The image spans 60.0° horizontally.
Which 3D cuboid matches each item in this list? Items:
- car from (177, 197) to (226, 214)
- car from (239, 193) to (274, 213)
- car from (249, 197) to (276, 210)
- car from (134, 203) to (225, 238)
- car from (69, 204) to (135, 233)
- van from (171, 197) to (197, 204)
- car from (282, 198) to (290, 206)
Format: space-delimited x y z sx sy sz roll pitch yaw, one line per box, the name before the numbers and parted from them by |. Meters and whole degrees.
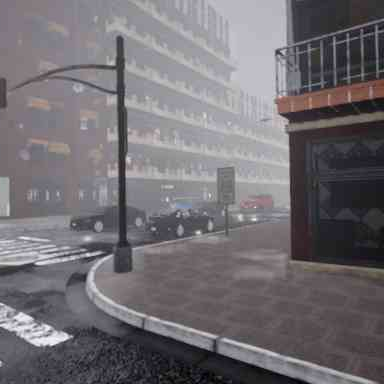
car | 1.167 1.477 28.368 1.837 1.490 4.892 -1 -1 35
car | 7.253 1.173 36.875 2.150 2.045 5.566 -1 -1 36
car | 9.327 1.429 44.014 1.967 1.590 4.097 -1 -1 36
car | -0.470 1.434 16.778 2.008 1.369 4.403 -1 -1 36
car | -4.881 1.474 19.919 1.882 1.535 5.008 -1 -1 36
van | -0.399 1.363 30.424 1.690 1.788 3.998 -1 -1 36
car | 15.713 1.494 52.935 1.752 1.417 4.829 -1 -1 36
